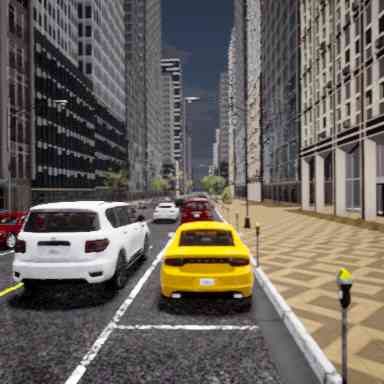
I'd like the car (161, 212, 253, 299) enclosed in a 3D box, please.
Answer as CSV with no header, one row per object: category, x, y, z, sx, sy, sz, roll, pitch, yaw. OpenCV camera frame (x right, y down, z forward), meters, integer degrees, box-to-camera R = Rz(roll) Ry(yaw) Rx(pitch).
car,0.366,1.502,8.573,1.882,1.535,5.008,-1,0,2

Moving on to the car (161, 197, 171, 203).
car,-5.932,1.822,77.539,1.752,1.417,4.829,-1,0,2

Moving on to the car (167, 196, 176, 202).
car,-5.507,1.894,89.068,1.947,1.339,4.313,-1,0,2

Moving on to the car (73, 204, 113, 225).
car,-7.812,1.736,26.591,1.802,1.307,4.206,-1,0,2

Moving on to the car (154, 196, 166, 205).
car,-6.347,1.706,66.349,1.967,1.590,4.097,-1,0,2

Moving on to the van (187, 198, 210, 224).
van,0.559,1.420,26.283,1.690,1.788,3.998,-1,0,2

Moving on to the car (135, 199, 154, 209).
car,-6.974,1.769,49.309,2.008,1.369,4.403,-1,0,2

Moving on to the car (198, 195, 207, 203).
car,2.444,1.538,77.401,2.192,1.841,5.009,-1,0,2

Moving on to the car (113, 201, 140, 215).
car,-7.393,1.737,37.950,2.008,1.369,4.403,-1,0,2

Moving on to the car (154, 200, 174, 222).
car,-2.011,1.629,26.942,1.812,1.442,4.674,-1,0,2

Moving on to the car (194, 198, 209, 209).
car,1.401,1.694,49.000,2.008,1.369,4.403,-1,0,2

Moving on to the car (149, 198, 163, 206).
car,-6.554,1.832,60.669,1.802,1.307,4.206,-1,0,2

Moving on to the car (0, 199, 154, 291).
car,-2.650,1.275,9.298,2.150,2.045,5.566,-1,0,2

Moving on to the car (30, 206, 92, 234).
car,-8.022,1.688,20.911,2.008,1.369,4.403,-1,0,2

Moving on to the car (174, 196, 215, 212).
car,0.348,1.378,20.603,2.192,1.841,5.009,-1,0,2

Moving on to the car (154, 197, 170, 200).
car,-4.352,1.735,47.251,2.033,1.411,5.357,-1,0,2

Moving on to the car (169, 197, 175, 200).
car,-1.475,1.630,43.818,1.882,1.535,5.008,-1,0,2
